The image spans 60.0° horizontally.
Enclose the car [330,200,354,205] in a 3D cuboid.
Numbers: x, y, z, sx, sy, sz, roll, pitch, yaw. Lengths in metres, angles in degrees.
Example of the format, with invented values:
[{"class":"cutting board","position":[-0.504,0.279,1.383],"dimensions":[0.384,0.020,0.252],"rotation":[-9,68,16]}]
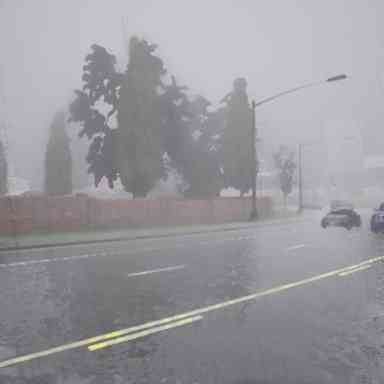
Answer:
[{"class":"car","position":[27.210,2.416,60.434],"dimensions":[2.150,2.045,5.566],"rotation":[0,-1,-3]}]

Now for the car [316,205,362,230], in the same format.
[{"class":"car","position":[10.969,1.910,24.226],"dimensions":[1.812,1.442,4.674],"rotation":[0,-1,40]}]

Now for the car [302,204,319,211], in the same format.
[{"class":"car","position":[23.284,2.944,64.292],"dimensions":[1.895,1.301,4.718],"rotation":[0,-1,-9]}]

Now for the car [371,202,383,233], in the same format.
[{"class":"car","position":[13.279,1.576,21.496],"dimensions":[2.150,2.045,5.566],"rotation":[0,-1,40]}]
